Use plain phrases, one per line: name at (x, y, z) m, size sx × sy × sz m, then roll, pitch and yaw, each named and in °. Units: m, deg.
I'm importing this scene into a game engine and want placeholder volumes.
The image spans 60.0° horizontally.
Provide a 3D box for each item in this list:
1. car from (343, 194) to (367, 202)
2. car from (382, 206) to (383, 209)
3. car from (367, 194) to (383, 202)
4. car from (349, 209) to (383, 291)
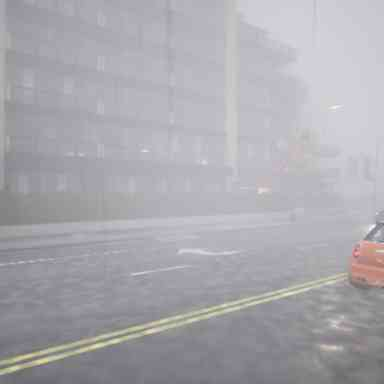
car at (30.743, 1.665, 64.194) m, size 2.128 × 1.511 × 4.902 m, roll 0°, pitch 0°, yaw -6°
car at (15.957, 1.710, 26.283) m, size 1.895 × 1.301 × 4.718 m, roll 0°, pitch 0°, yaw 41°
car at (34.268, 1.358, 64.169) m, size 2.150 × 2.045 × 5.566 m, roll 0°, pitch 0°, yaw -6°
car at (5.784, 1.387, 7.926) m, size 4.553 × 1.767 × 2.097 m, roll 0°, pitch 0°, yaw -36°
